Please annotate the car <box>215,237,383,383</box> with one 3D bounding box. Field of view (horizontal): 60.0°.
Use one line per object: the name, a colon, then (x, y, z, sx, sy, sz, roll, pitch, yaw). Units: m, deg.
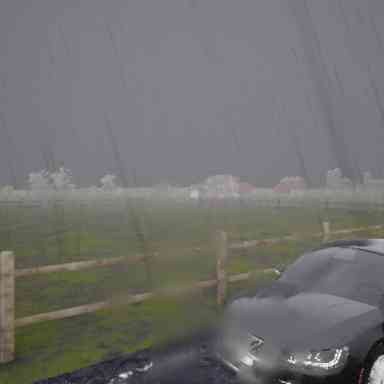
car: (2.544, 1.505, 4.880, 4.892, 1.490, 1.837, 0, 0, -35)
